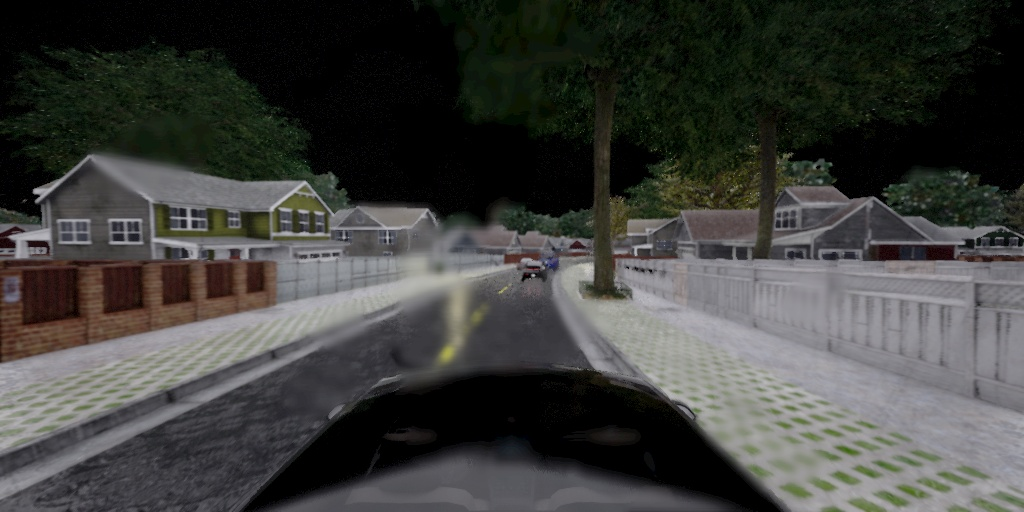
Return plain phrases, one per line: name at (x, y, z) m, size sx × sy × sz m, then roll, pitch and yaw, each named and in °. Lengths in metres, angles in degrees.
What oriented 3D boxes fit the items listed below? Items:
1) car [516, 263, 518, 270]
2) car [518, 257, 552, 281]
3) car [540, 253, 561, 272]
car at (1.793, 0.962, 43.320) m, size 1.812 × 1.442 × 4.674 m, roll 1°, pitch 1°, yaw 12°
car at (1.865, 1.102, 27.727) m, size 1.837 × 1.490 × 4.892 m, roll 1°, pitch 1°, yaw 9°
car at (4.346, 0.707, 41.622) m, size 2.150 × 2.045 × 5.566 m, roll 1°, pitch 1°, yaw 13°
